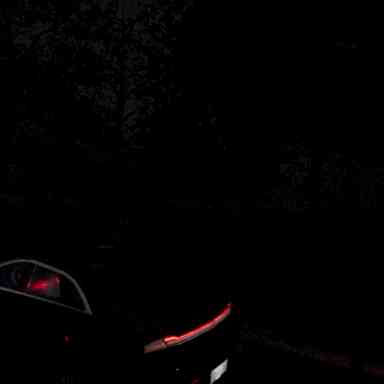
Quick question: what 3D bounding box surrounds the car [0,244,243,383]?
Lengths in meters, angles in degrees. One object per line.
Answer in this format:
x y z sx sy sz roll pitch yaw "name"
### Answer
-1.713 1.495 4.596 4.902 1.511 2.128 0 0 35 "car"
